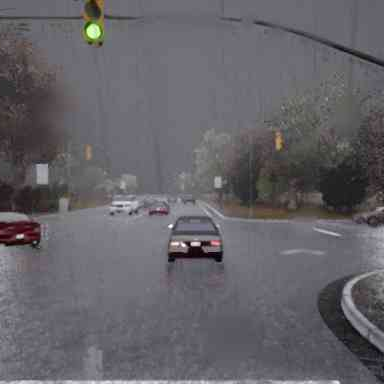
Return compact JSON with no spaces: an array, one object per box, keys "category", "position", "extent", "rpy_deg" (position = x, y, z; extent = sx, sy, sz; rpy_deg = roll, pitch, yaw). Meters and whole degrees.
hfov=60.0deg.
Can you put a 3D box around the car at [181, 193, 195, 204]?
[{"category":"car","position":[-0.535,1.372,67.011],"extent":[2.150,2.045,5.566],"rpy_deg":[0,0,-4]}]

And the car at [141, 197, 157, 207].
[{"category":"car","position":[-7.129,1.661,55.939],"extent":[2.128,1.511,4.902],"rpy_deg":[0,0,-1]}]

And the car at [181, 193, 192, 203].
[{"category":"car","position":[-1.343,1.346,77.347],"extent":[2.150,2.045,5.566],"rpy_deg":[0,0,-7]}]

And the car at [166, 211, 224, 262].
[{"category":"car","position":[0.100,1.595,12.342],"extent":[2.033,1.411,5.357],"rpy_deg":[0,0,0]}]

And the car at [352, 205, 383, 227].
[{"category":"car","position":[13.687,1.615,23.319],"extent":[4.674,1.442,1.812],"rpy_deg":[0,0,-3]}]

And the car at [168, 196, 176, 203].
[{"category":"car","position":[-4.344,1.661,71.578],"extent":[2.128,1.511,4.902],"rpy_deg":[0,0,-5]}]

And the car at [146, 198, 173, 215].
[{"category":"car","position":[-3.402,1.699,35.508],"extent":[1.994,1.385,4.181],"rpy_deg":[0,0,0]}]

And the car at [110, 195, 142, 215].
[{"category":"car","position":[-7.097,1.356,35.381],"extent":[2.150,2.045,5.566],"rpy_deg":[0,0,0]}]

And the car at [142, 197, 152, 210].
[{"category":"car","position":[-7.058,1.655,45.551],"extent":[2.128,1.511,4.902],"rpy_deg":[0,0,0]}]

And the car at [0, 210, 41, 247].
[{"category":"car","position":[-8.242,1.532,14.343],"extent":[1.882,1.535,5.008],"rpy_deg":[1,-1,-45]}]
